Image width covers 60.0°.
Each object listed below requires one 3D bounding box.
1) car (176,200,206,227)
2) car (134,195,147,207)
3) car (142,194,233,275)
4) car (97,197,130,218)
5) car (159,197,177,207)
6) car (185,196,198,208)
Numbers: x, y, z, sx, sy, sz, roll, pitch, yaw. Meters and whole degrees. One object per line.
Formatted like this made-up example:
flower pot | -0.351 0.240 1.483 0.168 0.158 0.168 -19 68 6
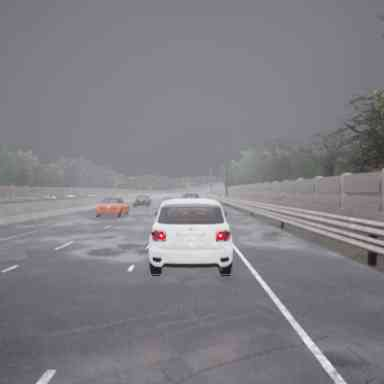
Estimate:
car | -0.067 1.429 23.408 1.882 1.535 5.008 0 0 0
car | -7.040 1.252 48.226 2.097 1.767 4.553 0 0 0
car | -0.030 1.200 10.464 2.150 2.045 5.566 0 0 0
car | -6.985 1.290 29.894 2.097 1.767 4.553 0 0 0
car | -3.570 1.441 50.582 2.033 1.411 5.357 0 0 3
car | -0.041 1.406 48.114 1.837 1.490 4.892 0 0 0
